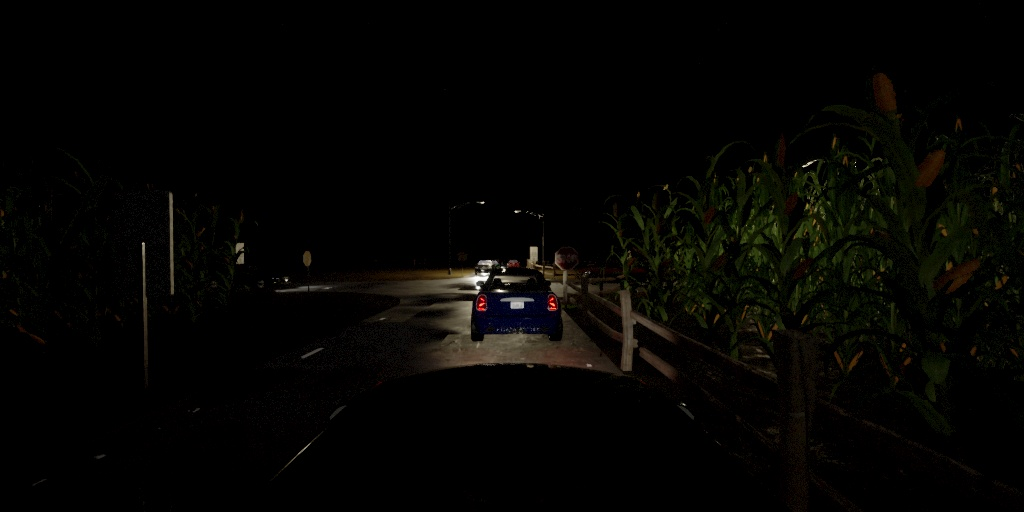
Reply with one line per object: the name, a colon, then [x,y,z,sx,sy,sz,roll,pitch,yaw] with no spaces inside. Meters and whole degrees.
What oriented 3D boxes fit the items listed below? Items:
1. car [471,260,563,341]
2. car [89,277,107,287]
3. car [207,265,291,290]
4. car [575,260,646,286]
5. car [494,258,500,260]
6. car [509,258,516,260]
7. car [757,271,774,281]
car: [0.059,1.098,9.993,2.097,1.767,4.553,0,0,-2]
car: [-26.537,1.374,22.523,4.181,1.385,1.994,0,1,1]
car: [-16.557,1.289,22.488,4.892,1.490,1.837,0,1,0]
car: [6.707,1.076,24.723,4.553,1.767,2.097,0,1,-9]
car: [-2.810,1.211,38.158,2.128,1.511,4.902,0,0,2]
car: [0.210,1.248,53.467,2.033,1.411,5.357,0,0,0]
car: [18.631,1.181,25.395,5.008,1.535,1.882,-1,1,0]
